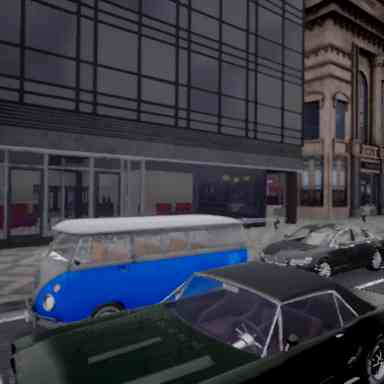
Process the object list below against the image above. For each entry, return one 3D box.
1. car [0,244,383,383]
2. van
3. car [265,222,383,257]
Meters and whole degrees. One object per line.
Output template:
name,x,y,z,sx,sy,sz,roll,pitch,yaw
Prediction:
car,0.532,1.610,3.751,4.718,1.301,1.895,0,0,-35
van,-0.761,1.353,6.209,3.998,1.788,1.690,0,0,-35
car,3.820,1.583,9.472,4.403,1.369,2.008,0,0,-35
